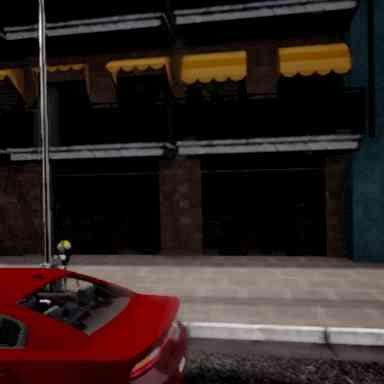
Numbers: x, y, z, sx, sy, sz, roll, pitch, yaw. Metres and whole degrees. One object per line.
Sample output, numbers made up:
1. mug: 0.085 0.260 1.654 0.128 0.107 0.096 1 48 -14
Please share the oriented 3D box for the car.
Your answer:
1. car: -2.317 1.544 3.526 4.507 1.381 1.887 -1 1 8
